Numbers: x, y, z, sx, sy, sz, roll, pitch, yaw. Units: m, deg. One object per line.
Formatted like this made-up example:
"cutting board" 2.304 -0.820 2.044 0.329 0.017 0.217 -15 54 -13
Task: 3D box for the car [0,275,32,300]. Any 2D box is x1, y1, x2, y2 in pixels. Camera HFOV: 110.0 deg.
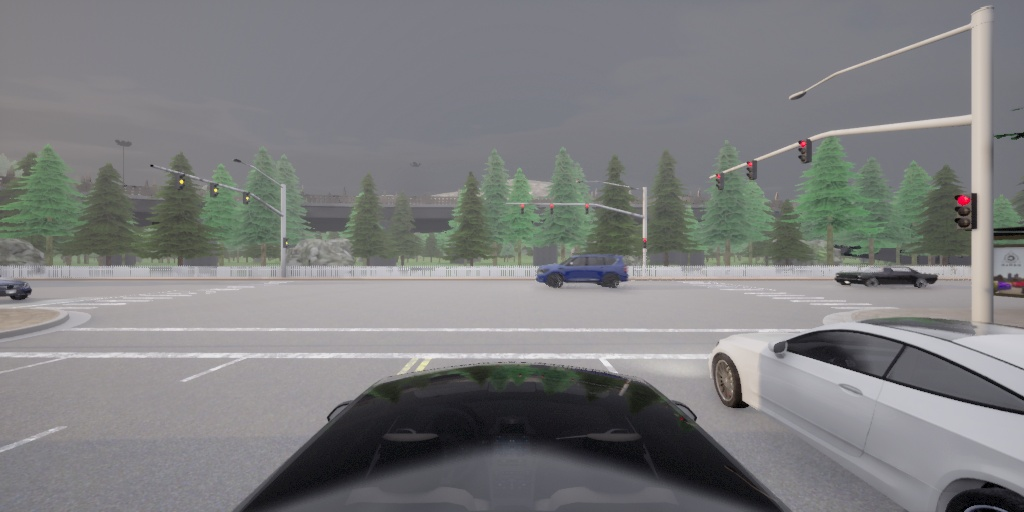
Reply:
"car" -23.174 1.220 14.920 4.674 1.442 1.812 0 0 0

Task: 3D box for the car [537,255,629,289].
"car" 4.308 0.931 22.110 5.566 2.045 2.150 0 0 0

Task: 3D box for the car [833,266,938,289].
"car" 22.865 1.295 22.082 4.718 1.301 1.895 0 0 0

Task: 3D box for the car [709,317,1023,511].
"car" 3.657 1.276 3.180 1.812 1.442 4.674 0 0 2
